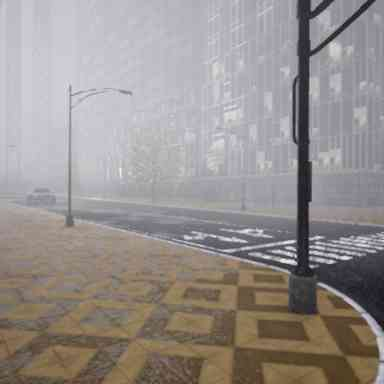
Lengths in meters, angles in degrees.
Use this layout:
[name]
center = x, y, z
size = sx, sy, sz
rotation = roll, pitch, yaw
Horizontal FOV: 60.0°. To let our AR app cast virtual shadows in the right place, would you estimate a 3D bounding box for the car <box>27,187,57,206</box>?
[car]
center = -17.364, 0.496, 38.254
size = 2.150, 2.045, 5.566
rotation = 0, 1, -38
